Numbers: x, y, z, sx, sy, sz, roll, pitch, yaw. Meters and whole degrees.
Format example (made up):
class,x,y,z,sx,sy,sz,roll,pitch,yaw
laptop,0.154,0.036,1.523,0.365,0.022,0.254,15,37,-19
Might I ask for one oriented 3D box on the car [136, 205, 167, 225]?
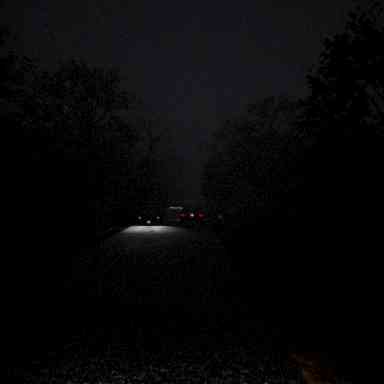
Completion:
class,x,y,z,sx,sy,sz,roll,pitch,yaw
car,-2.944,1.682,25.284,2.033,1.411,5.357,0,-1,0

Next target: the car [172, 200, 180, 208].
class,x,y,z,sx,sy,sz,roll,pitch,yaw
car,-2.827,2.338,65.741,1.994,1.385,4.181,0,-1,1

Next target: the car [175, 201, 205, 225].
class,x,y,z,sx,sy,sz,roll,pitch,yaw
car,0.009,1.683,25.424,2.033,1.411,5.357,0,-1,0

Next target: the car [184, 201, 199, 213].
class,x,y,z,sx,sy,sz,roll,pitch,yaw
car,-0.015,1.931,43.143,1.812,1.442,4.674,0,-1,0
